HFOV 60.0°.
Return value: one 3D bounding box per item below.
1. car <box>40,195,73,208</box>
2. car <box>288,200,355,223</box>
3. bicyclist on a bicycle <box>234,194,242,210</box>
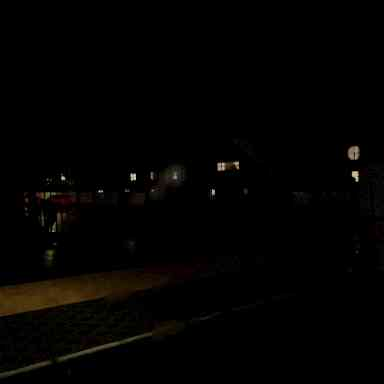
[{"bbox_3d":[-18.092,1.138,44.286,4.553,1.767,2.097,0,3,27],"label":"car"},{"bbox_3d":[9.697,1.382,25.088,4.902,1.511,2.128,0,3,43],"label":"car"},{"bbox_3d":[4.620,1.007,33.429,0.582,1.620,1.656,0,3,38],"label":"bicyclist on a bicycle"}]
